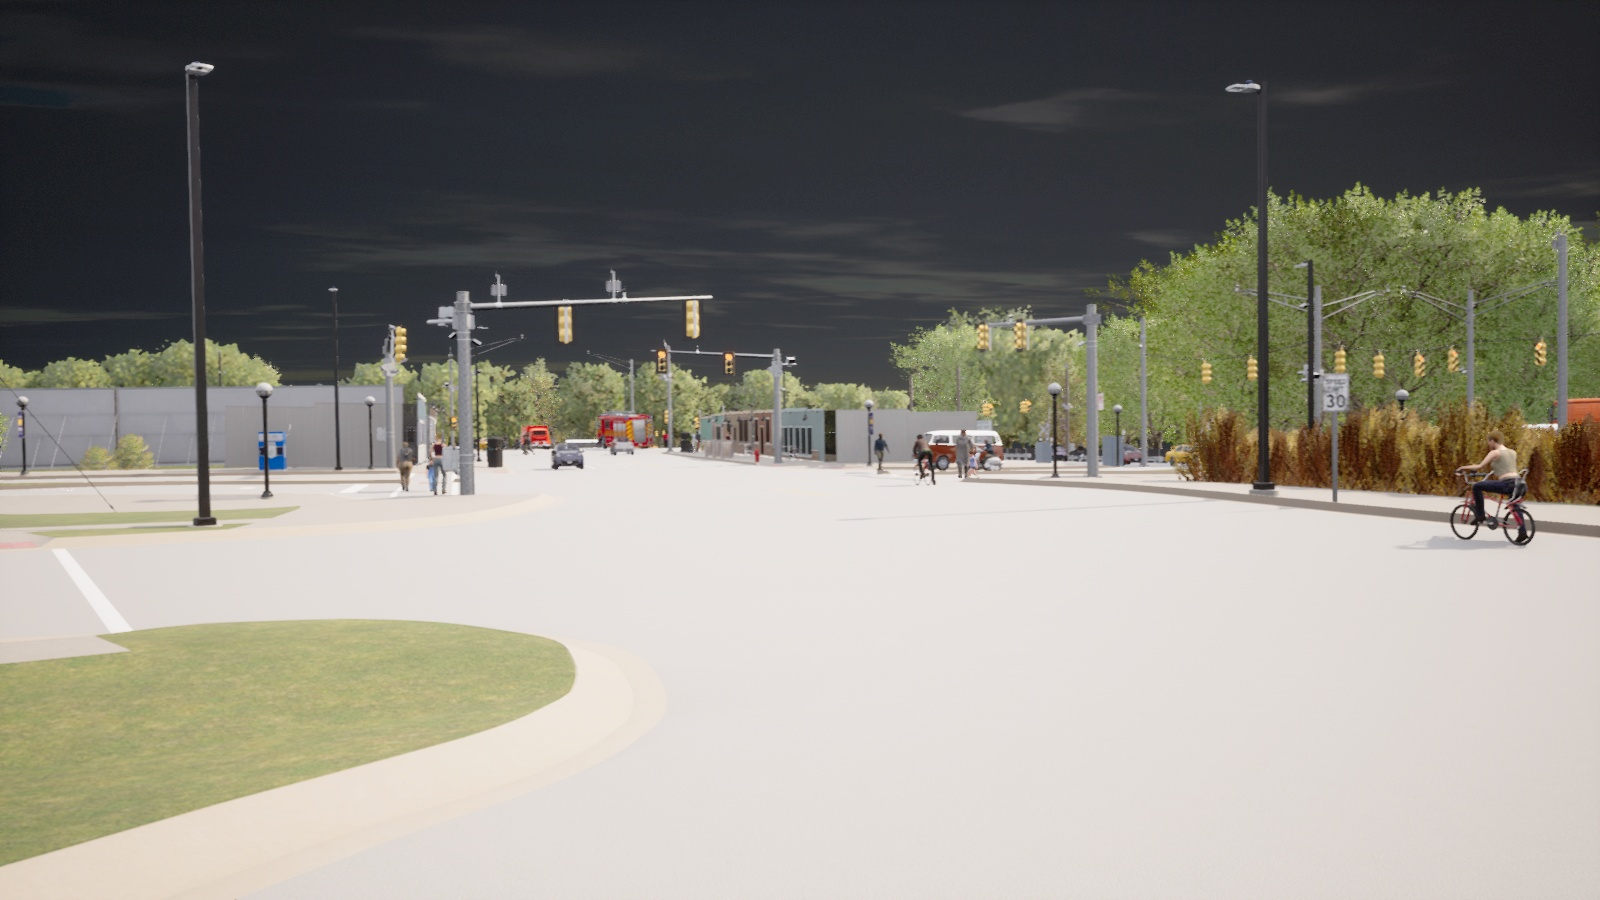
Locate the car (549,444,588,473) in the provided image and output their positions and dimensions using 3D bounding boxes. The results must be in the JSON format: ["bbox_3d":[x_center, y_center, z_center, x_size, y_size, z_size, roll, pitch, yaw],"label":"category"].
[{"bbox_3d":[-13.083,0.454,70.920,1.845,1.501,3.633,-2,1,-15],"label":"car"}]

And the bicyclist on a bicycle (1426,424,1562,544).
[{"bbox_3d":[9.900,0.445,17.960,0.866,1.612,1.509,-2,1,-17],"label":"bicyclist on a bicycle"}]

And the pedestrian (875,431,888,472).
[{"bbox_3d":[3.672,0.064,56.794,0.370,1.835,0.726,-2,2,-13],"label":"pedestrian"}]

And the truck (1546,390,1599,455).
[{"bbox_3d":[43.871,-1.544,67.592,2.891,3.462,7.936,-2,1,3],"label":"truck"}]

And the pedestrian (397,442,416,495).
[{"bbox_3d":[-14.104,0.661,44.960,0.540,1.848,0.694,-2,2,-21],"label":"pedestrian"}]

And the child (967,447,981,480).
[{"bbox_3d":[5.995,0.455,43.246,0.394,1.110,0.255,-2,2,-9],"label":"child"}]

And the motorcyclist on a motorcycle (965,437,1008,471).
[{"bbox_3d":[8.800,0.195,59.227,1.817,1.590,0.866,0,1,-20],"label":"motorcyclist on a motorcycle"}]

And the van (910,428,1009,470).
[{"bbox_3d":[7.974,-0.035,62.976,4.480,2.038,2.069,0,0,-16],"label":"van"}]

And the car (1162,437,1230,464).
[{"bbox_3d":[25.355,0.038,80.594,1.801,1.575,5.366,-2,0,-11],"label":"car"}]

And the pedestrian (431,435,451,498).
[{"bbox_3d":[-10.578,0.479,37.034,0.345,1.836,0.594,-1,2,2],"label":"pedestrian"}]

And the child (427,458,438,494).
[{"bbox_3d":[-13.135,0.927,44.892,0.270,1.263,0.437,-2,2,-22],"label":"child"}]

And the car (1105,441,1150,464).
[{"bbox_3d":[23.598,0.184,90.569,1.845,1.501,3.633,-2,0,-8],"label":"car"}]

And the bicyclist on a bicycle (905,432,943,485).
[{"bbox_3d":[3.908,0.287,39.718,0.582,1.620,1.656,-2,0,-15],"label":"bicyclist on a bicycle"}]

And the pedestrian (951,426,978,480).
[{"bbox_3d":[5.974,0.103,45.617,0.659,1.952,0.873,0,2,27],"label":"pedestrian"}]
